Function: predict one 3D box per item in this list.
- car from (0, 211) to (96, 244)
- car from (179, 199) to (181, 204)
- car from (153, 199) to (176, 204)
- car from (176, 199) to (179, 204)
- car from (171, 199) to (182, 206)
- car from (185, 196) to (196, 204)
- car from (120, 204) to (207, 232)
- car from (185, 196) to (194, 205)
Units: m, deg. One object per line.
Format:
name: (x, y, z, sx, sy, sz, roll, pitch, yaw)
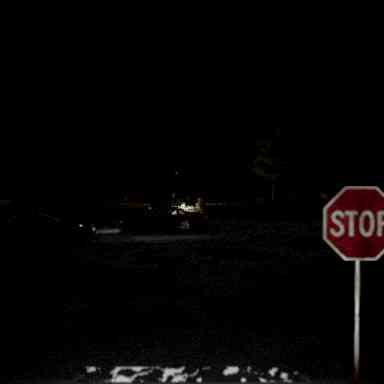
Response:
car: (-7.548, 1.746, 17.198, 4.902, 1.511, 2.128, -2, -1, 0)
car: (-3.163, 2.013, 55.784, 1.994, 1.385, 4.181, 0, -1, 0)
car: (-3.154, 1.610, 33.509, 2.097, 1.767, 4.553, 0, -1, 3)
car: (-3.106, 1.830, 44.930, 1.882, 1.535, 5.008, 0, -1, 0)
car: (-3.214, 2.122, 68.937, 2.033, 1.411, 5.357, 0, -1, 0)
car: (-0.299, 1.989, 61.053, 2.128, 1.511, 4.902, 0, -1, 0)
car: (-1.756, 1.705, 20.939, 5.357, 1.411, 2.033, -1, 0, 0)
car: (-0.552, 1.913, 79.935, 2.150, 2.045, 5.566, 0, -1, 0)
